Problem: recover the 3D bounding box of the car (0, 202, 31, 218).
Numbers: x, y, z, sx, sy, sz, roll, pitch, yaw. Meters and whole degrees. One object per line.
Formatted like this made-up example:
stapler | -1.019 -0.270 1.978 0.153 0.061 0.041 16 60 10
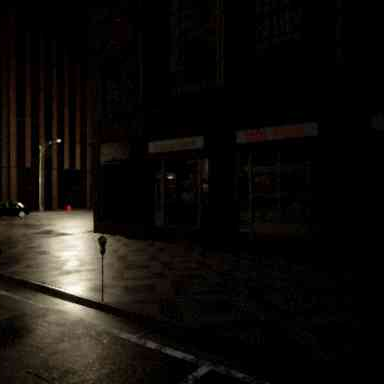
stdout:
car | -17.154 1.654 29.988 1.837 1.490 4.892 0 0 35
